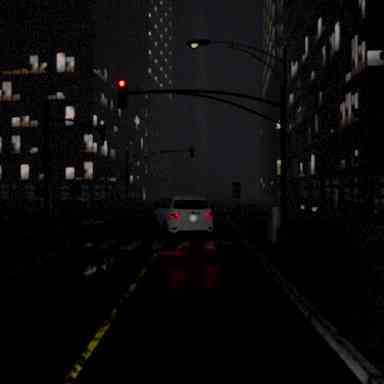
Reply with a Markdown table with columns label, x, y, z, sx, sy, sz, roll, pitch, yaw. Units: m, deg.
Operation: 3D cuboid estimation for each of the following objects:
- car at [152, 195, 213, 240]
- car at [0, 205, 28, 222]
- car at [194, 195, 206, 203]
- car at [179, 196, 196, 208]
| label | x | y | z | sx | sy | sz | roll | pitch | yaw |
| --- | --- | --- | --- | --- | --- | --- | --- | --- | --- |
| car | -0.612 | 1.181 | 17.092 | 2.150 | 2.045 | 5.566 | 0 | 0 | -14 |
| car | -16.375 | 1.792 | 28.506 | 4.403 | 1.369 | 2.008 | -1 | 1 | 10 |
| car | 1.517 | 1.311 | 64.094 | 1.812 | 1.442 | 4.674 | 0 | 0 | 8 |
| car | -0.556 | 1.384 | 46.911 | 1.812 | 1.442 | 4.674 | 0 | 0 | 6 |
